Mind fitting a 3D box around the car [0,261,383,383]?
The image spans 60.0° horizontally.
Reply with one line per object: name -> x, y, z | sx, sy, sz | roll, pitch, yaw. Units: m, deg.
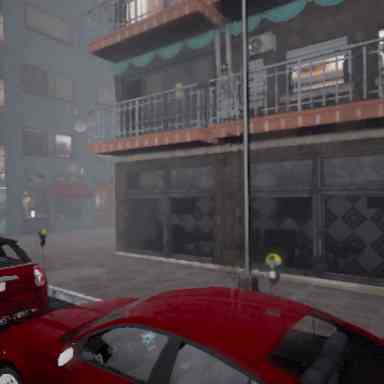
car -> -0.003, 1.551, 2.887 | 4.507, 1.381, 1.887 | 0, -1, 36

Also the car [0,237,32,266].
car -> -4.499, 1.470, 6.096 | 4.097, 1.590, 1.967 | 0, -1, 36
